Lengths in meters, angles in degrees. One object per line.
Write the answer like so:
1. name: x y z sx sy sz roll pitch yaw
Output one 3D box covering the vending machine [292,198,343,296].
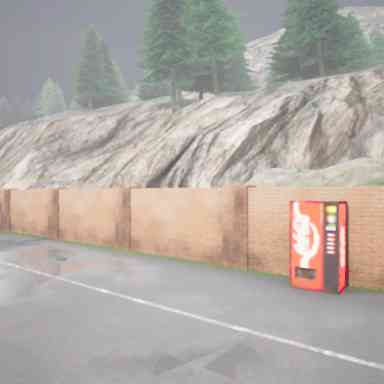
1. vending machine: 2.988 1.195 7.878 0.880 2.100 1.100 0 0 36
